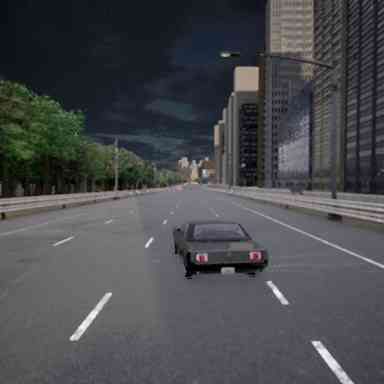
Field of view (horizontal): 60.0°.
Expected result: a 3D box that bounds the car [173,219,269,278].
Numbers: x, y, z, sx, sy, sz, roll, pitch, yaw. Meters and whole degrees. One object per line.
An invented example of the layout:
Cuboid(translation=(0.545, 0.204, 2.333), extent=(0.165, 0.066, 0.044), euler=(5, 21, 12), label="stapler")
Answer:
Cuboid(translation=(0.515, 1.415, 9.566), extent=(1.895, 1.301, 4.718), euler=(0, 1, -8), label="car")
